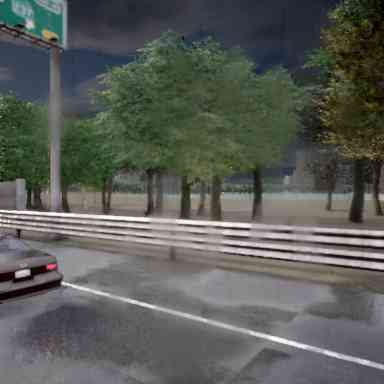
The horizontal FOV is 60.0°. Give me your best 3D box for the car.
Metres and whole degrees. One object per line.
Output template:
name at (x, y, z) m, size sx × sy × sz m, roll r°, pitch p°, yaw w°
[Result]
car at (-5.227, 1.597, 7.730) m, size 5.357 × 1.411 × 2.033 m, roll 0°, pitch 0°, yaw 36°
